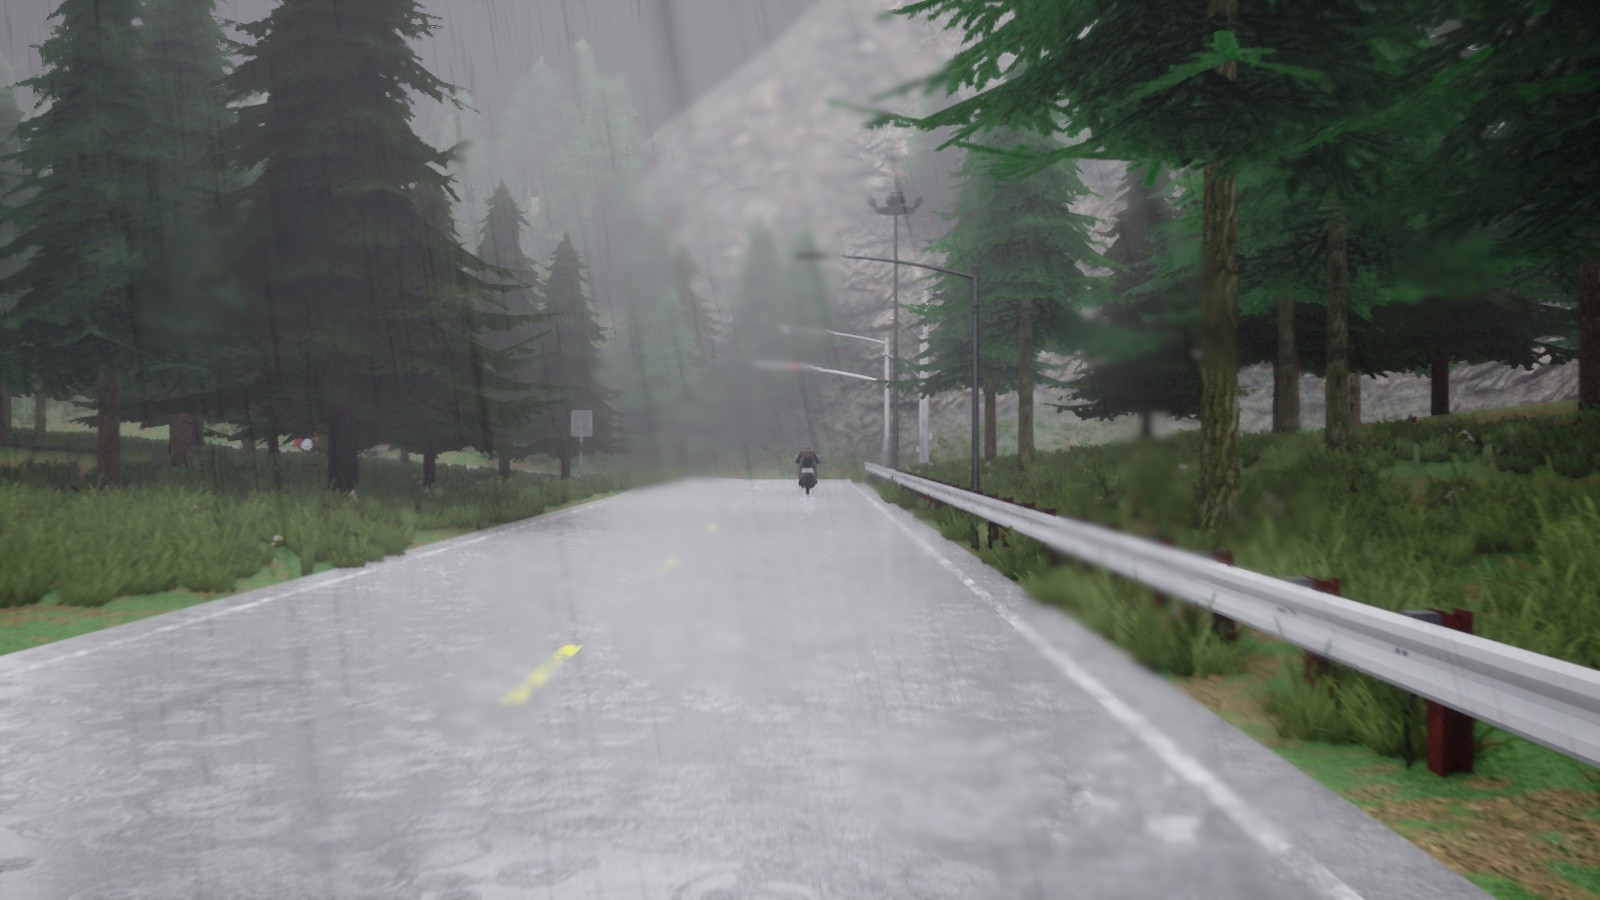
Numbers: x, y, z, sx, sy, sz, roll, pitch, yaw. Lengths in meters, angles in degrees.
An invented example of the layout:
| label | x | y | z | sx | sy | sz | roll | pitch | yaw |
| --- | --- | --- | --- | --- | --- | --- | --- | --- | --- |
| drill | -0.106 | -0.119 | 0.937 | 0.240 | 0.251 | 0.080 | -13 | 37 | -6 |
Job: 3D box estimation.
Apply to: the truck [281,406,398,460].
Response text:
| label | x | y | z | sx | sy | sz | roll | pitch | yaw |
| --- | --- | --- | --- | --- | --- | --- | --- | --- | --- |
| truck | -25.011 | -0.921 | 68.308 | 5.204 | 2.467 | 2.627 | 5 | 1 | 11 |

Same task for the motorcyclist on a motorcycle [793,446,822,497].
| label | x | y | z | sx | sy | sz | roll | pitch | yaw |
| --- | --- | --- | --- | --- | --- | --- | --- | --- | --- |
| motorcyclist on a motorcycle | 0.241 | 0.653 | 39.376 | 0.866 | 1.530 | 2.191 | 0 | 0 | 0 |
